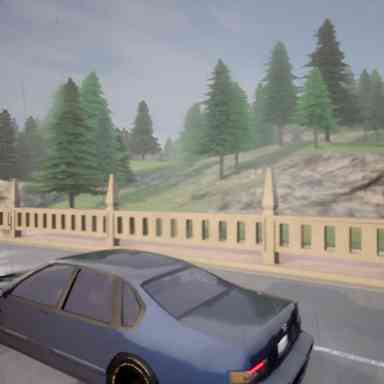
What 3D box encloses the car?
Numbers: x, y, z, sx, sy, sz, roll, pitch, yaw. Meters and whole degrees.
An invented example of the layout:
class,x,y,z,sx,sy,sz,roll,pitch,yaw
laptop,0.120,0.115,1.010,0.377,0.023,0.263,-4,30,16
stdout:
class,x,y,z,sx,sy,sz,roll,pitch,yaw
car,-1.208,1.553,4.647,5.357,1.411,2.033,0,0,33
